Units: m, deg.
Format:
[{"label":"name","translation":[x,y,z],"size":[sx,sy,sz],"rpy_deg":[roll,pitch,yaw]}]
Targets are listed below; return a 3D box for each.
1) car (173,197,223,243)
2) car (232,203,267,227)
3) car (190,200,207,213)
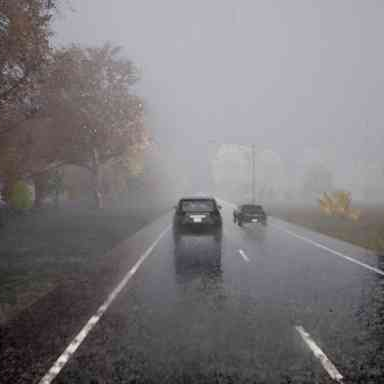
[{"label":"car","translation":[0.275,1.233,16.232],"size":[2.150,2.045,5.566],"rpy_deg":[0,0,1]},{"label":"car","translation":[3.922,1.522,22.993],"size":[1.837,1.490,4.892],"rpy_deg":[0,0,1]},{"label":"car","translation":[0.802,1.628,39.235],"size":[1.895,1.301,4.718],"rpy_deg":[0,0,1]}]
